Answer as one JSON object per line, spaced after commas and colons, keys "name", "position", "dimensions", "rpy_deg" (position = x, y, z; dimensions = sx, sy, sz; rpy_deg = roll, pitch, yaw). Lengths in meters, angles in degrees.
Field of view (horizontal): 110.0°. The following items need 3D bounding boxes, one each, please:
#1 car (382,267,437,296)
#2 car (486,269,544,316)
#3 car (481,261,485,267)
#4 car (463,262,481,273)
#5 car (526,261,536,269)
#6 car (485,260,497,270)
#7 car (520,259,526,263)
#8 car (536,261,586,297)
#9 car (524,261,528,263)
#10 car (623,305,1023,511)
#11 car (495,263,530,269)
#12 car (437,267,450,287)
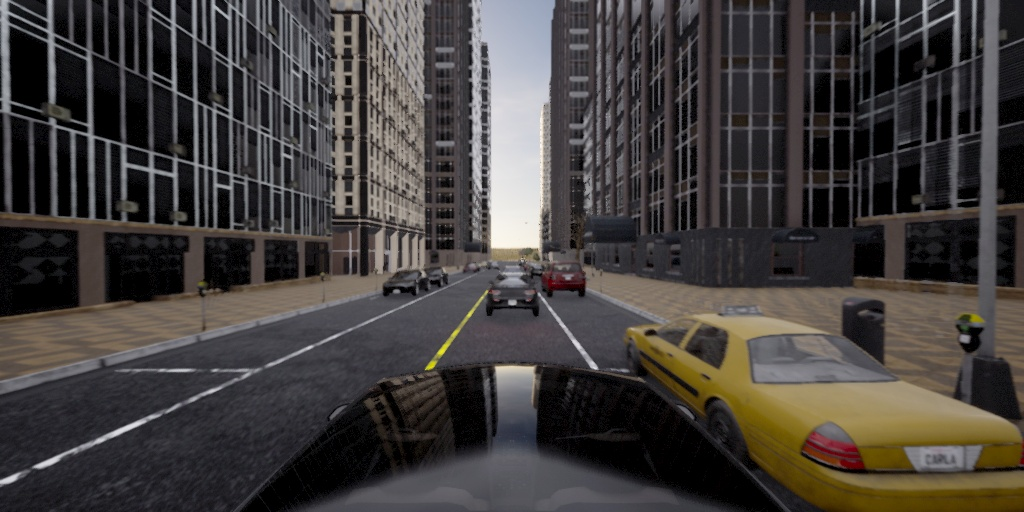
{"name": "car", "position": [-5.821, 1.436, 20.279], "dimensions": [1.948, 1.339, 4.313], "rpy_deg": [0, 0, 0]}
{"name": "car", "position": [0.043, 1.355, 13.716], "dimensions": [1.812, 1.442, 4.674], "rpy_deg": [0, -1, 1]}
{"name": "car", "position": [-5.640, 1.643, 54.321], "dimensions": [1.948, 1.339, 4.313], "rpy_deg": [0, 0, 0]}
{"name": "car", "position": [-5.641, 1.626, 48.648], "dimensions": [1.802, 1.307, 4.207], "rpy_deg": [0, 0, 0]}
{"name": "car", "position": [2.703, 1.540, 37.236], "dimensions": [1.948, 1.339, 4.313], "rpy_deg": [0, 0, 0]}
{"name": "car", "position": [-3.042, 1.626, 58.569], "dimensions": [1.812, 1.442, 4.674], "rpy_deg": [0, 0, 0]}
{"name": "car", "position": [2.708, 1.516, 54.259], "dimensions": [1.967, 1.591, 4.097], "rpy_deg": [0, 0, 0]}
{"name": "car", "position": [2.737, 1.181, 19.727], "dimensions": [2.192, 1.841, 5.009], "rpy_deg": [0, 0, 0]}
{"name": "car", "position": [2.705, 1.559, 42.910], "dimensions": [2.007, 1.370, 4.403], "rpy_deg": [0, 0, 0]}
{"name": "car", "position": [2.822, 1.294, 4.645], "dimensions": [1.751, 1.417, 4.829], "rpy_deg": [0, 0, 0]}
{"name": "car", "position": [0.030, 1.459, 27.010], "dimensions": [2.033, 1.411, 5.357], "rpy_deg": [0, 0, 0]}
{"name": "car", "position": [-5.649, 1.471, 25.953], "dimensions": [1.948, 1.339, 4.313], "rpy_deg": [0, 0, 0]}
